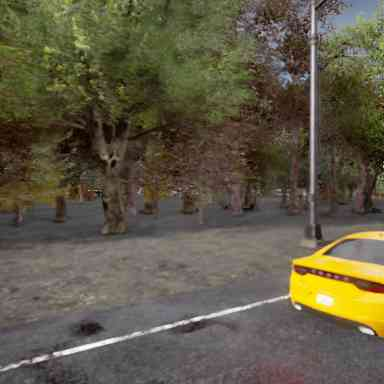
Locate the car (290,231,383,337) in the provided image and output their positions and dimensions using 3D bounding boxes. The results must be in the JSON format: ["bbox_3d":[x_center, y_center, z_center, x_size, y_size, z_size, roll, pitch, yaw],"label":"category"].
[{"bbox_3d":[4.060,1.511,6.427,5.008,1.535,1.882,1,0,-34],"label":"car"}]
